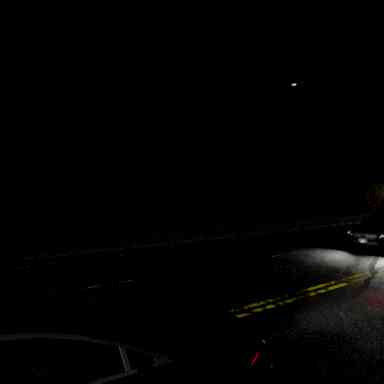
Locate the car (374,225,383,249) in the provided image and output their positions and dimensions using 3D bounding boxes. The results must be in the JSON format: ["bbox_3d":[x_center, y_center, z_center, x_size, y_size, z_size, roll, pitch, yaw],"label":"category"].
[{"bbox_3d":[6.637,1.570,8.308,4.181,1.385,1.994,0,0,-37],"label":"car"}]

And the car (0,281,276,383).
[{"bbox_3d":[-1.434,1.492,2.440,4.902,1.511,2.128,0,0,-36],"label":"car"}]

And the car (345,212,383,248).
[{"bbox_3d":[8.191,1.535,13.622,4.674,1.442,1.812,0,0,-36],"label":"car"}]
